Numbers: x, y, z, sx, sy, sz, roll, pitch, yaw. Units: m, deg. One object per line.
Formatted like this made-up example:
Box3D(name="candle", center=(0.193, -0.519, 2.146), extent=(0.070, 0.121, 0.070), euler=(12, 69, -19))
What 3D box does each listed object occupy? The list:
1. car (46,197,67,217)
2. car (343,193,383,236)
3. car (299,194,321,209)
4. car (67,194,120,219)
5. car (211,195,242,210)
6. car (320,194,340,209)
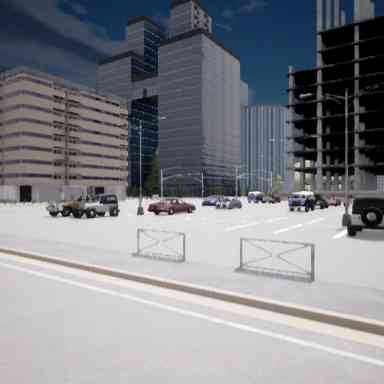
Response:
Box3D(name="car", center=(-9.978, 1.122, 28.513), extent=(1.932, 1.855, 4.605), euler=(0, 0, 34))
Box3D(name="car", center=(8.674, 1.122, 15.897), extent=(1.905, 1.878, 3.866), euler=(0, 0, 34))
Box3D(name="car", center=(17.640, 1.366, 49.097), extent=(1.970, 1.475, 3.806), euler=(0, 0, 34))
Box3D(name="car", center=(-7.610, 1.125, 26.848), extent=(1.905, 1.878, 3.866), euler=(0, 0, 34))
Box3D(name="car", center=(4.408, 1.365, 39.810), extent=(1.970, 1.475, 3.806), euler=(0, 0, 34))
Box3D(name="car", center=(20.039, 1.334, 47.476), extent=(1.784, 1.438, 3.905), euler=(0, 0, 34))
